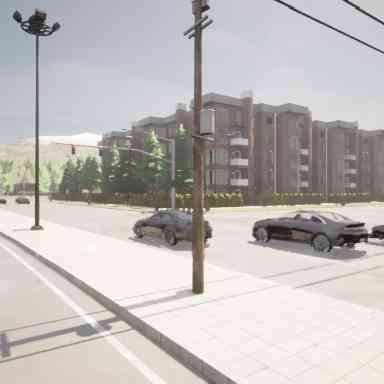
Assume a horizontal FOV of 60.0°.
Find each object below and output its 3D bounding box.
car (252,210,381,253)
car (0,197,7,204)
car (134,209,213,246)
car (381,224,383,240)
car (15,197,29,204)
[{"bbox_3d":[4.629,1.492,13.738,2.128,1.511,4.902,0,0,-35],"label":"car"},{"bbox_3d":[-36.039,1.596,62.354,1.895,1.301,4.718,0,0,-36],"label":"car"},{"bbox_3d":[-0.966,1.526,15.279,1.812,1.442,4.674,0,0,-37],"label":"car"},{"bbox_3d":[9.848,1.547,12.764,2.033,1.411,5.357,0,0,-32],"label":"car"},{"bbox_3d":[-32.352,1.557,63.252,1.994,1.385,4.181,0,0,-36],"label":"car"}]
